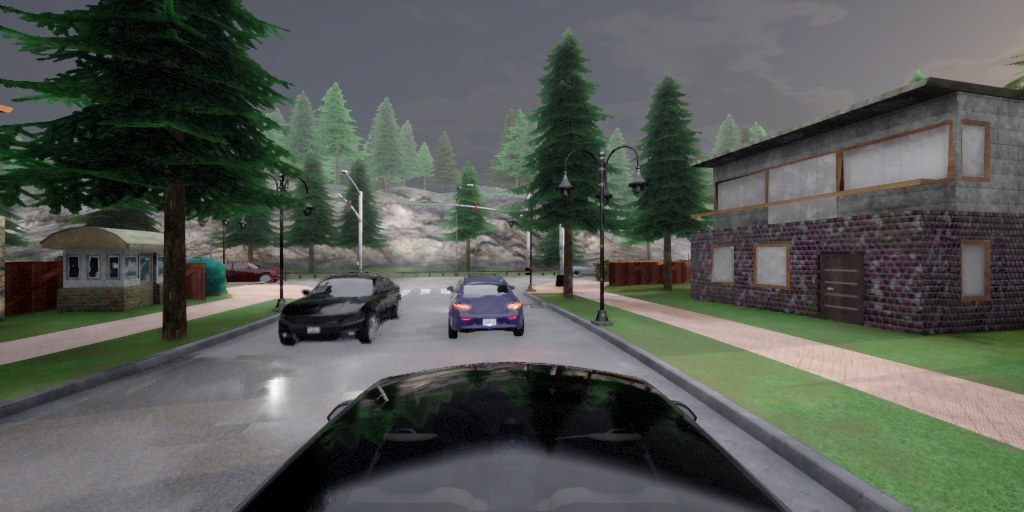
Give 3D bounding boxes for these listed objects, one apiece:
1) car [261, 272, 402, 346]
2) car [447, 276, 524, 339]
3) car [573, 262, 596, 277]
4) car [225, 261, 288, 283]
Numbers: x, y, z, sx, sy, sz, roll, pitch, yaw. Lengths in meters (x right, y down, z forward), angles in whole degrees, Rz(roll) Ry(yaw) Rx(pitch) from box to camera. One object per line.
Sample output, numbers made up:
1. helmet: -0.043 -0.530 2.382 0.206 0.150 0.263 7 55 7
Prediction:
1. car: -4.297 1.227 9.723 1.882 1.535 5.008 0 0 -7
2. car: -0.834 1.276 10.086 1.812 1.442 4.674 0 0 -9
3. car: 6.873 1.194 32.218 4.718 1.301 1.895 0 0 -12
4. car: -17.360 1.070 23.199 5.008 1.535 1.882 0 0 -12
